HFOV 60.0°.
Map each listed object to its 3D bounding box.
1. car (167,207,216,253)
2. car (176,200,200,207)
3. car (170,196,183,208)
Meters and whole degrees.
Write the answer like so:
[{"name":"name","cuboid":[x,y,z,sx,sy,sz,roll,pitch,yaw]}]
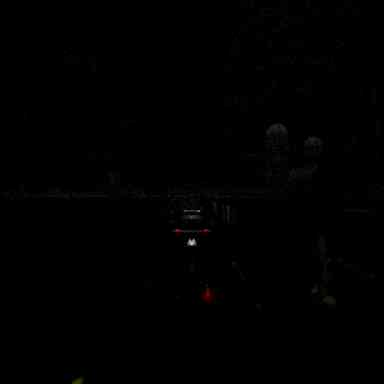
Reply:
[{"name":"car","cuboid":[-0.004,1.630,14.286,2.128,1.511,4.902,0,0,0]},{"name":"car","cuboid":[-0.011,1.771,29.294,2.128,1.511,4.902,0,0,0]},{"name":"car","cuboid":[-2.780,1.763,60.687,2.150,2.045,5.566,0,-1,0]}]
